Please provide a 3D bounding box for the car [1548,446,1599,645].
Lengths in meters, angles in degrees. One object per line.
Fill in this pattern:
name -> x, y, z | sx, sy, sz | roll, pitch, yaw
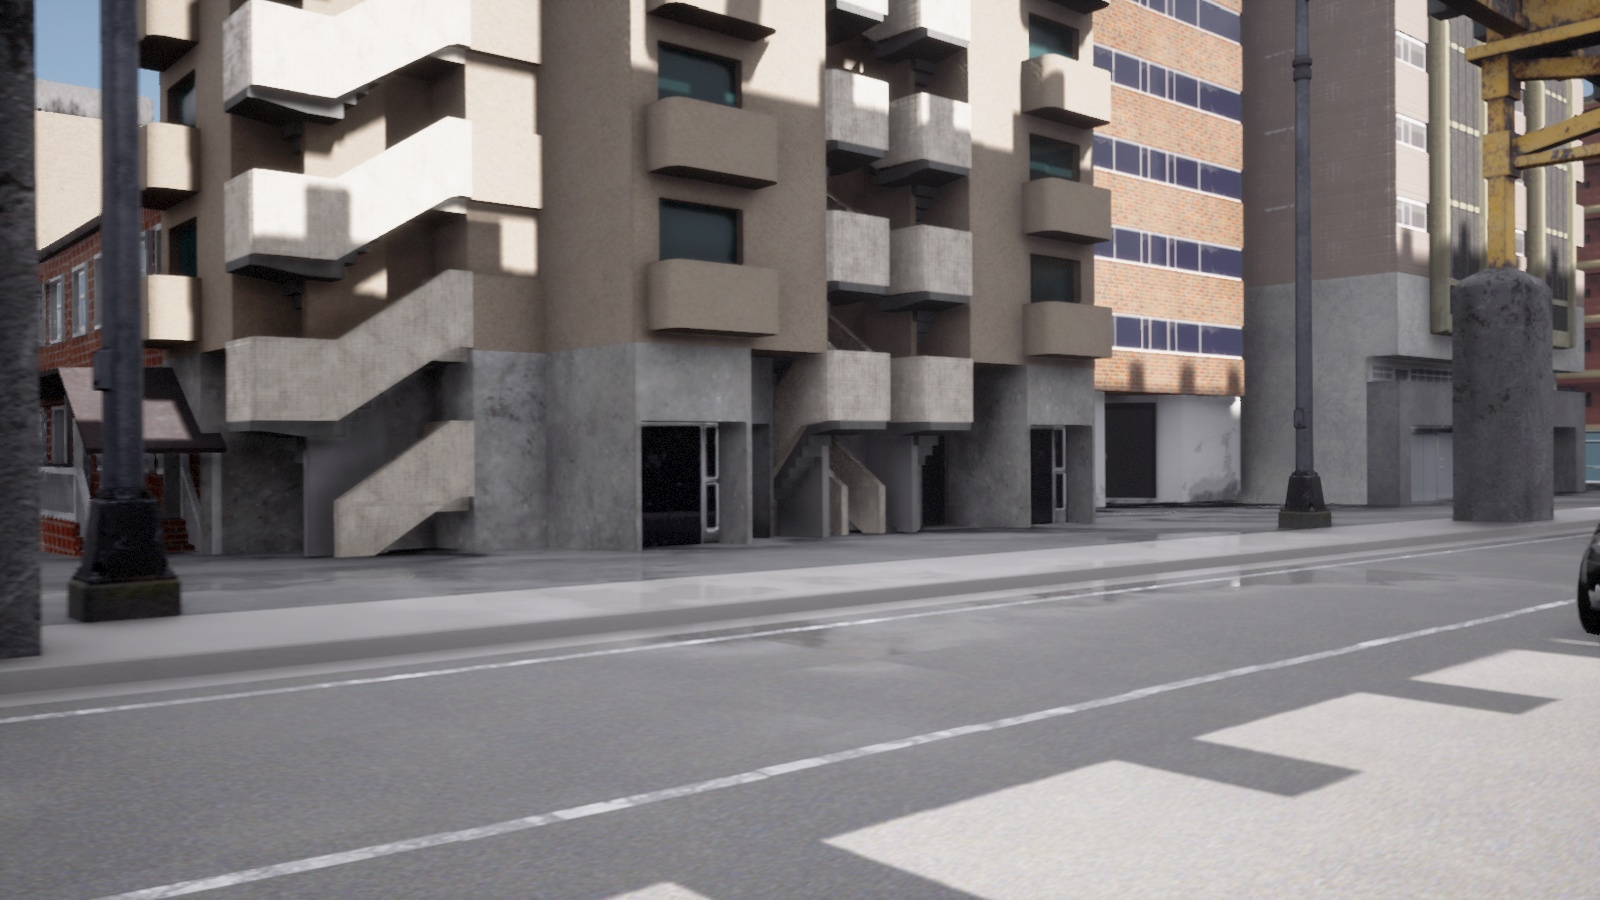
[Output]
car -> 7.984, 0.742, 10.598 | 3.705, 1.549, 1.789 | 0, 0, -41
